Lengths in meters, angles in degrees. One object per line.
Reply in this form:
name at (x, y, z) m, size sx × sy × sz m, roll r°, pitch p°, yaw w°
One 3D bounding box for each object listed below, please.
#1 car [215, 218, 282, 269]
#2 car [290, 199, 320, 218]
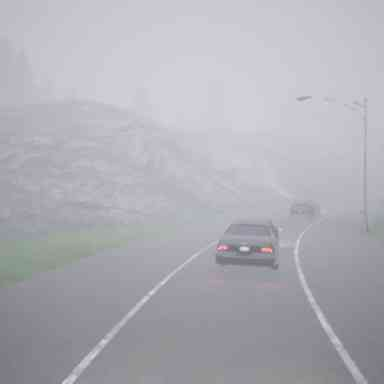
car at (2.090, 1.612, 11.575) m, size 2.033 × 1.411 × 5.357 m, roll 0°, pitch 0°, yaw 15°
car at (9.686, 1.324, 28.352) m, size 2.128 × 1.511 × 4.902 m, roll 0°, pitch 1°, yaw 29°
